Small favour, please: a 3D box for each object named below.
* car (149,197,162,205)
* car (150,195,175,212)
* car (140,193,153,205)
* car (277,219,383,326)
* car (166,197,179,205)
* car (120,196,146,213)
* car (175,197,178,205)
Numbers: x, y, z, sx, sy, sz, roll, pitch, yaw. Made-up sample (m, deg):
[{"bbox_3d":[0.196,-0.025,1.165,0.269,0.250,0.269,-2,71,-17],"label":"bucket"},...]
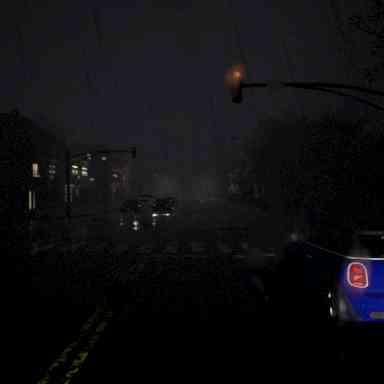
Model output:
[{"bbox_3d":[-6.711,1.557,61.419,1.994,1.385,4.181,0,0,0],"label":"car"},{"bbox_3d":[-3.406,1.472,38.996,1.882,1.535,5.008,0,0,0],"label":"car"},{"bbox_3d":[-6.691,1.216,48.665,2.150,2.045,5.566,0,0,0],"label":"car"},{"bbox_3d":[3.346,1.351,7.218,2.097,1.767,4.553,0,0,0],"label":"car"},{"bbox_3d":[-3.467,1.556,59.258,1.994,1.385,4.181,0,0,0],"label":"car"},{"bbox_3d":[-6.667,1.520,37.170,1.812,1.442,4.674,0,0,1],"label":"car"},{"bbox_3d":[-3.440,1.499,49.270,1.837,1.490,4.892,0,0,0],"label":"car"}]
